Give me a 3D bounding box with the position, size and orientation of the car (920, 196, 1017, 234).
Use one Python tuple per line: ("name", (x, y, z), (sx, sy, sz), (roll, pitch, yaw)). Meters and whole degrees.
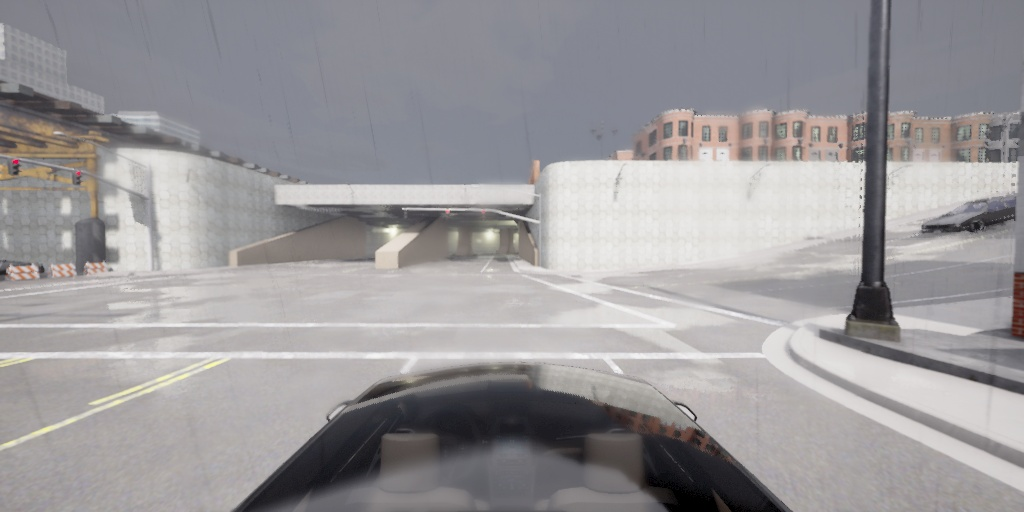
("car", (25.045, -2.270, 18.999), (5.357, 1.411, 2.033), (-14, 2, 0))
